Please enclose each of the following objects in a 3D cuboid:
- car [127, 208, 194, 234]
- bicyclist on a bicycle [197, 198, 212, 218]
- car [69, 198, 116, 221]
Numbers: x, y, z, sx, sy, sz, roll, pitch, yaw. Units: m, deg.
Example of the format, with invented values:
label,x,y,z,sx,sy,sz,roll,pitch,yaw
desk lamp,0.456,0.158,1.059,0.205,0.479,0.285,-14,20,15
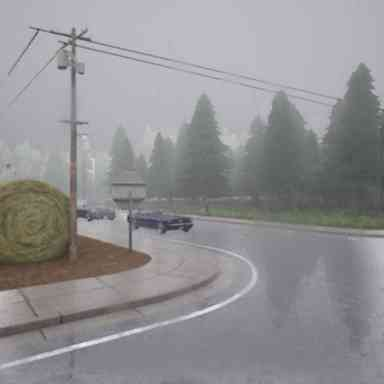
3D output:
label,x,y,z,sx,sy,sz,roll,pitch,yaw
car,-1.952,1.641,19.684,1.895,1.301,4.718,0,0,-38
bicyclist on a bicycle,1.060,1.345,27.934,1.656,1.620,0.582,0,0,-38
car,-8.082,1.392,27.425,2.097,1.767,4.553,0,0,-38
